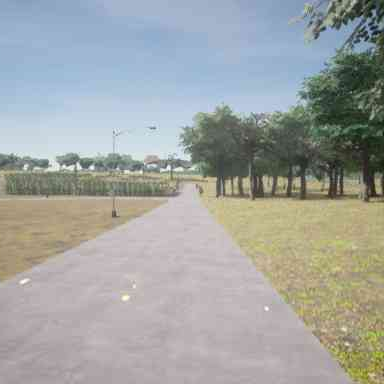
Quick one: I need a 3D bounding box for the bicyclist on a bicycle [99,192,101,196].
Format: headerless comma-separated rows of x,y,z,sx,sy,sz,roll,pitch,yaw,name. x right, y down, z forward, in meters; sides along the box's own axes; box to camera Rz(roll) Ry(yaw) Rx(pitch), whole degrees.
-23.448,0.609,84.852,0.582,1.620,1.656,0,1,-11,bicyclist on a bicycle
